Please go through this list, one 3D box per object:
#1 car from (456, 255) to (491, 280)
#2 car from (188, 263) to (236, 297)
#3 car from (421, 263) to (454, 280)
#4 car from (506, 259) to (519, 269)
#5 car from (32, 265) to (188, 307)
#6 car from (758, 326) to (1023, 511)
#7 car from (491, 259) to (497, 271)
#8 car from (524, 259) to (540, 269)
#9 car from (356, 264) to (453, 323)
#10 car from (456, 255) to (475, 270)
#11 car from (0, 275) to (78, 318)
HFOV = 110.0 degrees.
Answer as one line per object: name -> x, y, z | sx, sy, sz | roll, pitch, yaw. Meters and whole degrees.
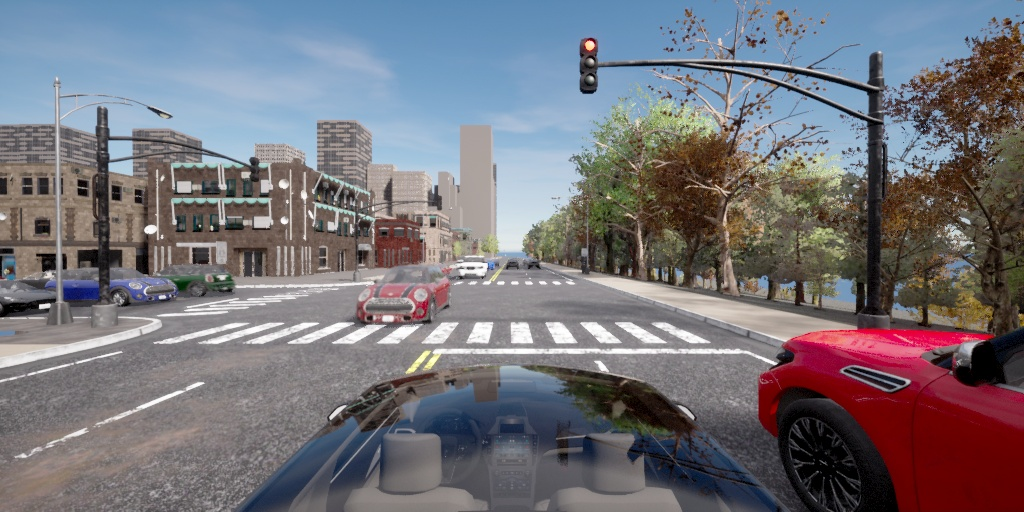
car -> -3.371, 0.963, 31.957 | 2.150, 2.045, 5.566 | 0, 0, 0
car -> -17.866, 1.269, 19.486 | 4.553, 1.767, 2.097 | -1, 1, -1
car -> -6.657, 1.341, 32.496 | 1.895, 1.301, 4.718 | 0, 0, 1
car -> 0.062, 1.235, 55.874 | 1.837, 1.490, 4.892 | 0, 0, 0
car -> -18.101, 1.303, 16.314 | 4.553, 1.767, 2.097 | -1, 1, 1
car -> 3.347, 0.972, 0.922 | 2.150, 2.045, 5.566 | 0, 0, 0
car -> -3.379, 1.211, 48.573 | 1.882, 1.535, 5.008 | 0, 0, 0
car -> 3.313, 1.235, 56.274 | 1.837, 1.490, 4.892 | 0, 0, 0
car -> -3.361, 1.100, 11.969 | 2.097, 1.767, 4.553 | 0, 0, 0
car -> -6.630, 0.956, 51.743 | 2.150, 2.045, 5.566 | 0, 0, 0
car -> -19.959, 1.565, 13.661 | 4.313, 1.339, 1.948 | 0, 0, 0
